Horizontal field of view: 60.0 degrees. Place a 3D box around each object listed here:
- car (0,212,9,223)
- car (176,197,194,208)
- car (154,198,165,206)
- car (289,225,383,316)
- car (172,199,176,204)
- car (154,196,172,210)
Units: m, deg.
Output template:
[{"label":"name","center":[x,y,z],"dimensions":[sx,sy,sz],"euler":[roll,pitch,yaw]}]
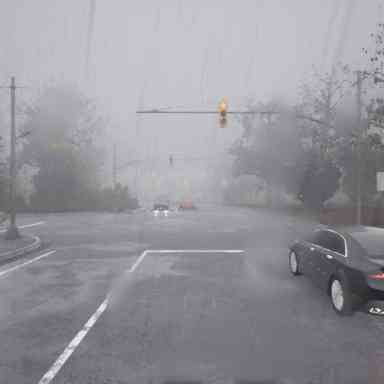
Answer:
[{"label":"car","center":[-15.462,1.675,23.090],"dimensions":[4.718,1.301,1.895],"euler":[-1,0,-3]},{"label":"car","center":[-0.880,1.540,51.974],"dimensions":[2.097,1.767,4.553],"euler":[0,-1,-5]},{"label":"car","center":[-6.283,1.958,64.268],"dimensions":[1.837,1.490,4.892],"euler":[0,-1,-10]},{"label":"car","center":[3.602,1.505,7.477],"dimensions":[1.837,1.490,4.892],"euler":[0,0,1]},{"label":"car","center":[-4.326,2.432,83.214],"dimensions":[1.895,1.301,4.718],"euler":[0,-1,-22]},{"label":"car","center":[-3.950,1.626,43.602],"dimensions":[2.033,1.411,5.357],"euler":[0,-1,-3]}]
